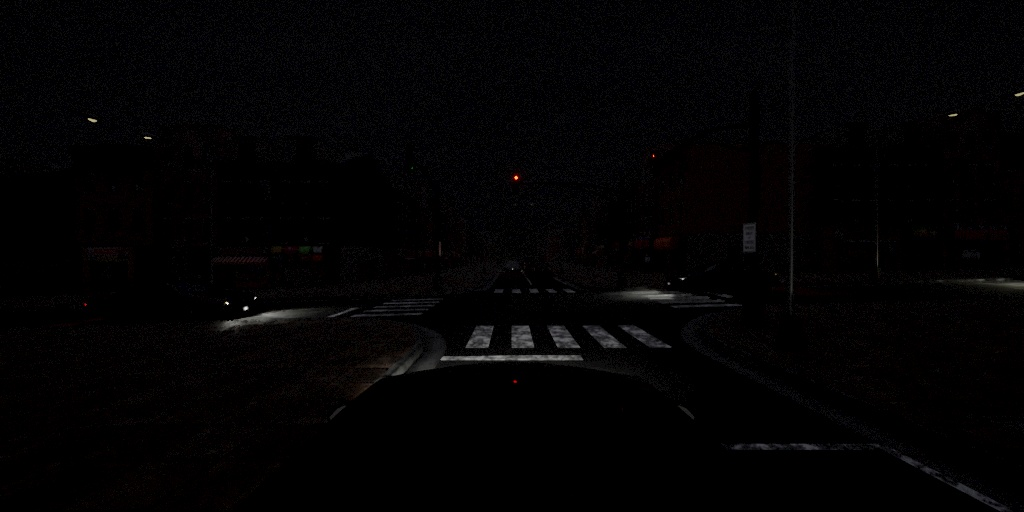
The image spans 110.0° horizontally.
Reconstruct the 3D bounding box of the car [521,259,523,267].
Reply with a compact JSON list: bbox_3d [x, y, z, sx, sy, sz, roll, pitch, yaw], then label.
[{"bbox_3d":[2.631,1.127,43.978,2.192,1.841,5.009,0,0,0],"label":"car"}]

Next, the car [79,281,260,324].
[{"bbox_3d":[-12.586,1.642,13.344,5.357,1.411,2.033,-2,0,0],"label":"car"}]

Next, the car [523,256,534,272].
[{"bbox_3d":[2.632,1.112,38.575,2.192,1.841,5.009,0,0,0],"label":"car"}]

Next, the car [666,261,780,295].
[{"bbox_3d":[9.641,0.954,16.565,4.674,1.442,1.812,-1,0,4],"label":"car"}]

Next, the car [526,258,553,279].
[{"bbox_3d":[2.633,1.225,33.174,1.967,1.591,4.097,0,0,0],"label":"car"}]

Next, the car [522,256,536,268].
[{"bbox_3d":[2.973,1.107,64.406,2.150,2.045,5.566,0,0,0],"label":"car"}]

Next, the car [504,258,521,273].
[{"bbox_3d":[0.094,1.341,45.215,1.812,1.442,4.674,0,0,0],"label":"car"}]
